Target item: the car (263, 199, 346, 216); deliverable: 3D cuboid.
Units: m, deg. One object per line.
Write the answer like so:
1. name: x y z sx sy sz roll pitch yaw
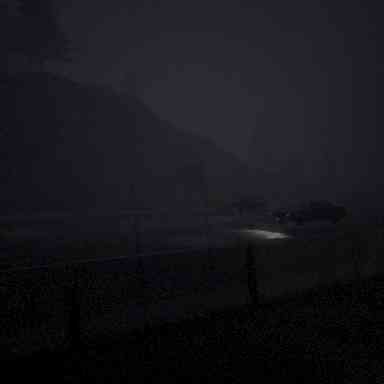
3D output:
1. car: 7.320 1.191 20.597 5.357 1.411 2.033 0 0 -29

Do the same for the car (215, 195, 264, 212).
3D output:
1. car: 4.003 0.956 26.761 4.553 1.767 2.097 0 0 -29
